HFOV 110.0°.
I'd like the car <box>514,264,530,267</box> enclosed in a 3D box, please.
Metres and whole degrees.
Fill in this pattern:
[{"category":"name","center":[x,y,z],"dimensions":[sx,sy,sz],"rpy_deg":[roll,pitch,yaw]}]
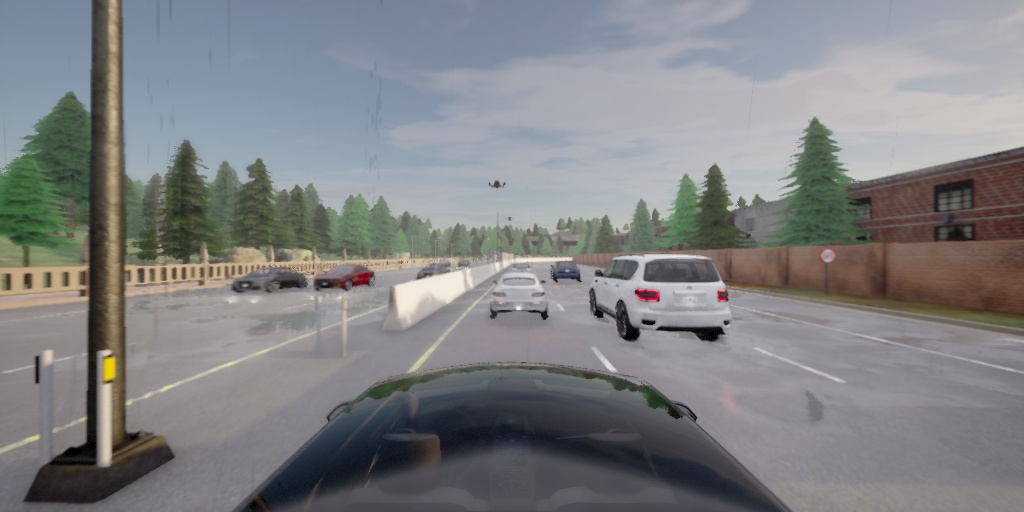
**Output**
[{"category":"car","center":[0.973,1.396,34.946],"dimensions":[1.895,1.301,4.718],"rpy_deg":[0,0,2]}]

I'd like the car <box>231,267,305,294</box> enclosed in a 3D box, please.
[{"category":"car","center":[-13.723,1.345,20.534],"dimensions":[1.994,1.385,4.181],"rpy_deg":[0,0,2]}]

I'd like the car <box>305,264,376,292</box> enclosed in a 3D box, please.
[{"category":"car","center":[-10.169,1.260,22.113],"dimensions":[1.882,1.535,5.008],"rpy_deg":[0,0,2]}]

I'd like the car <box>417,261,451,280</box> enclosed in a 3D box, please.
[{"category":"car","center":[-6.404,1.355,29.690],"dimensions":[1.994,1.385,4.181],"rpy_deg":[0,0,2]}]

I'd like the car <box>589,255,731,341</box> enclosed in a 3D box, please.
[{"category":"car","center":[3.699,0.983,10.044],"dimensions":[2.150,2.045,5.566],"rpy_deg":[0,0,1]}]

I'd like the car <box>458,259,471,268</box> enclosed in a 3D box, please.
[{"category":"car","center":[-8.607,1.382,64.916],"dimensions":[1.837,1.490,4.892],"rpy_deg":[0,0,2]}]

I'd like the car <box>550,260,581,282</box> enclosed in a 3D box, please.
[{"category":"car","center":[4.287,1.137,29.378],"dimensions":[2.097,1.767,4.553],"rpy_deg":[0,0,2]}]

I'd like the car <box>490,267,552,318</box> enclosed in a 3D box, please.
[{"category":"car","center":[0.260,1.291,12.879],"dimensions":[1.812,1.442,4.674],"rpy_deg":[0,0,1]}]
